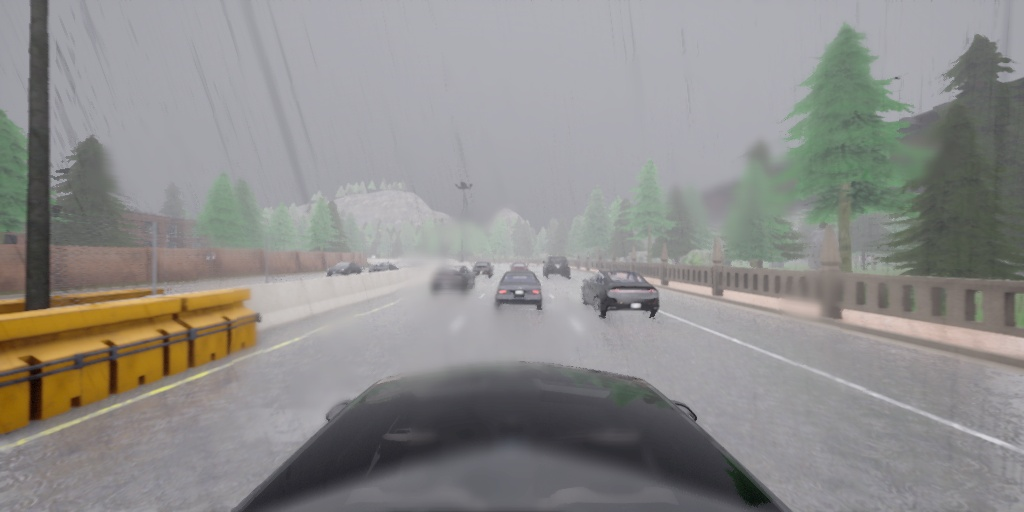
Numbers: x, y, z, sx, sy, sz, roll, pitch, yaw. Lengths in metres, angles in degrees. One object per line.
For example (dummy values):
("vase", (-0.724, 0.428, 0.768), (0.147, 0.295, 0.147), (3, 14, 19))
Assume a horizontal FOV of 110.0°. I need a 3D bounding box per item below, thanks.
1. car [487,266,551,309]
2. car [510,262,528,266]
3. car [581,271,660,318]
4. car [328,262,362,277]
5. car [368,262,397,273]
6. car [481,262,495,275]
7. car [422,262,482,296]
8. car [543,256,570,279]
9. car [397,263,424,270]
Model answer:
("car", (0.312, 1.329, 15.066), (2.033, 1.411, 5.357), (0, 0, 1))
("car", (0.708, 1.355, 36.138), (1.812, 1.442, 4.674), (0, 0, 1))
("car", (3.768, 1.281, 13.171), (2.128, 1.511, 4.902), (0, 0, 1))
("car", (-16.986, 1.296, 36.610), (1.812, 1.442, 4.674), (0, 0, 1))
("car", (-13.479, 1.348, 37.624), (1.994, 1.385, 4.181), (0, 0, 1))
("car", (-2.800, 1.320, 35.264), (1.837, 1.490, 4.892), (0, 0, 1))
("car", (-3.093, 1.271, 19.667), (2.128, 1.511, 4.902), (0, 0, 1))
("car", (4.182, 1.058, 34.137), (2.150, 2.045, 5.566), (0, 0, 1))
("car", (-9.971, 1.396, 37.124), (1.895, 1.301, 4.718), (0, 0, 1))
